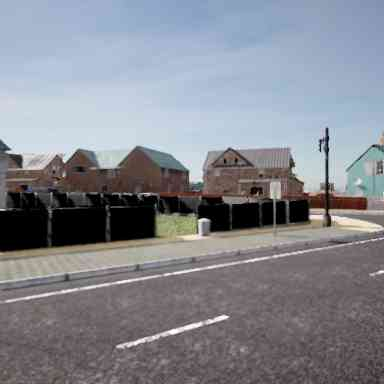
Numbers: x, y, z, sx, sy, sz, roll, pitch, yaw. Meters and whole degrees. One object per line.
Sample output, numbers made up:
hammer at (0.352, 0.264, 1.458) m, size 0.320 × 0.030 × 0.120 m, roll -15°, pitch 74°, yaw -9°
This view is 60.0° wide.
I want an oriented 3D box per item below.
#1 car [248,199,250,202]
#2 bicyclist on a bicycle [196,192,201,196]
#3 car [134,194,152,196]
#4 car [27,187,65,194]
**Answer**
car at (4.970, 1.228, 28.795) m, size 4.718 × 1.301 × 1.895 m, roll 1°, pitch 0°, yaw 20°
bicyclist on a bicycle at (0.747, 0.810, 36.477) m, size 0.582 × 1.620 × 1.656 m, roll 1°, pitch 1°, yaw 19°
car at (-4.566, 0.956, 32.113) m, size 4.902 × 1.511 × 2.128 m, roll 1°, pitch 0°, yaw 19°
car at (-15.286, 0.515, 35.831) m, size 5.566 × 2.045 × 2.150 m, roll 1°, pitch 0°, yaw 19°
